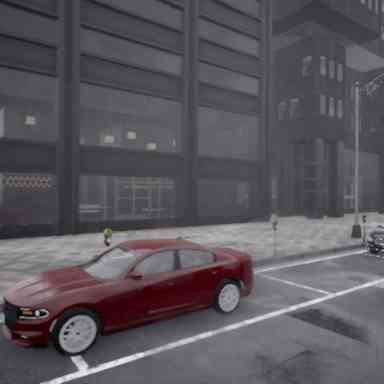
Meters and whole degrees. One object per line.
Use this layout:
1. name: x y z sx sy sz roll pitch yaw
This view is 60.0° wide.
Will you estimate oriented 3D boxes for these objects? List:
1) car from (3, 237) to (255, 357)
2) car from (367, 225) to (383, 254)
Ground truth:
1. car: -0.845 1.558 6.045 4.507 1.381 1.887 0 0 -36
2. car: 8.330 1.618 12.594 4.403 1.369 2.008 0 0 -36
